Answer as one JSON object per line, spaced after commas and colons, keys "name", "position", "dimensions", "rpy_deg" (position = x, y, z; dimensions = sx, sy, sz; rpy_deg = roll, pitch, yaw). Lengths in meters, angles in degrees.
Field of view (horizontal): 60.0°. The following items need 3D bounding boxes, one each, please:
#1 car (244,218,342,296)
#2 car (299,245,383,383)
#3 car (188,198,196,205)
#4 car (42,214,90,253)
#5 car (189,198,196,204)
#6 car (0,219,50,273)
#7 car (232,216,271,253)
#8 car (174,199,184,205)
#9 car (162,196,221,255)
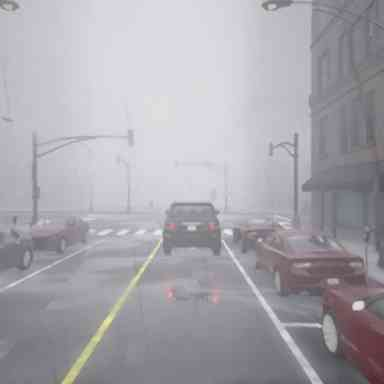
{"name": "car", "position": [2.754, 1.628, 8.729], "dimensions": [1.887, 1.381, 4.507], "rpy_deg": [-1, -1, 0]}
{"name": "car", "position": [2.753, 1.576, 3.223], "dimensions": [1.887, 1.381, 4.507], "rpy_deg": [-1, -1, 0]}
{"name": "car", "position": [0.089, 2.245, 77.110], "dimensions": [1.812, 1.442, 4.674], "rpy_deg": [0, -1, 0]}
{"name": "car", "position": [-5.770, 1.680, 14.236], "dimensions": [1.887, 1.381, 4.507], "rpy_deg": [-1, -1, 0]}
{"name": "car", "position": [0.115, 2.399, 88.390], "dimensions": [1.895, 1.301, 4.718], "rpy_deg": [0, -1, 0]}
{"name": "car", "position": [-5.771, 1.634, 8.730], "dimensions": [2.008, 1.369, 4.403], "rpy_deg": [-1, -1, 0]}
{"name": "car", "position": [2.755, 1.680, 14.234], "dimensions": [1.887, 1.381, 4.507], "rpy_deg": [-1, -1, 0]}
{"name": "car", "position": [-2.914, 2.252, 75.443], "dimensions": [2.033, 1.411, 5.357], "rpy_deg": [0, -1, 0]}
{"name": "car", "position": [0.013, 1.350, 14.041], "dimensions": [2.150, 2.045, 5.566], "rpy_deg": [0, 0, 0]}
